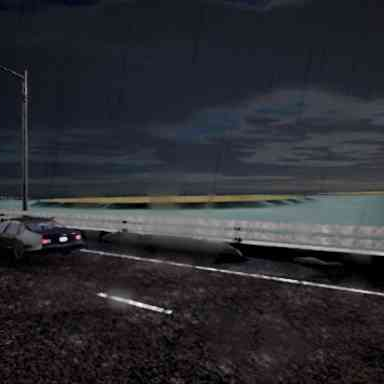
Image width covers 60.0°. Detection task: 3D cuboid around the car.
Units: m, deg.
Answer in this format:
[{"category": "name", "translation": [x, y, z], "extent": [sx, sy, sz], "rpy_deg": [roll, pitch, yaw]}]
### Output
[{"category": "car", "translation": [-6.398, 1.678, 12.775], "extent": [5.357, 1.411, 2.033], "rpy_deg": [-1, 0, 36]}]
